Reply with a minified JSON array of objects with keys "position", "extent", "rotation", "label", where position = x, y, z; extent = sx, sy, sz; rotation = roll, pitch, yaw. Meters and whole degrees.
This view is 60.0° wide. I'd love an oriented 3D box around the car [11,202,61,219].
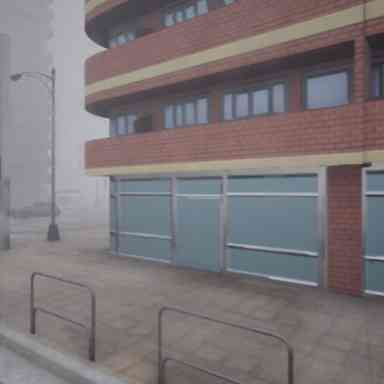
[{"position":[-13.559,1.531,28.655],"extent":[1.994,1.385,4.181],"rotation":[0,0,36],"label":"car"}]
